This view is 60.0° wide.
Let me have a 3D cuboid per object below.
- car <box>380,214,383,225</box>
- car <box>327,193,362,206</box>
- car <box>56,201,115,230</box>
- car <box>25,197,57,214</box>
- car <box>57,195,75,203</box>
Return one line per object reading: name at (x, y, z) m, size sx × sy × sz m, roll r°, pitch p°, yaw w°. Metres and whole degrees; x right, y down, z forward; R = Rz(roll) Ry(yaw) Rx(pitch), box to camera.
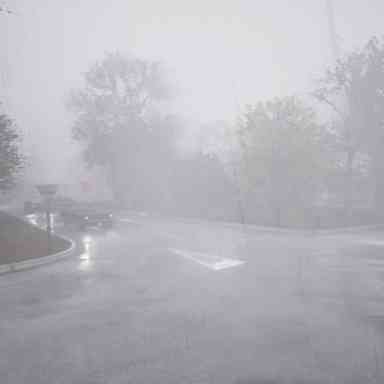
car at (13.551, 1.510, 19.398) m, size 2.002 × 1.452 × 4.674 m, roll 0°, pitch 0°, yaw -35°
car at (21.747, 0.965, 47.627) m, size 2.097 × 1.767 × 4.553 m, roll -3°, pitch 3°, yaw -36°
car at (-6.495, 1.451, 20.415) m, size 1.895 × 1.301 × 4.718 m, roll -3°, pitch 3°, yaw -37°
car at (-14.790, 1.196, 31.902) m, size 1.812 × 1.442 × 4.674 m, roll -3°, pitch 3°, yaw -35°
car at (-14.150, 1.034, 36.485) m, size 1.994 × 1.385 × 4.181 m, roll -3°, pitch 3°, yaw -32°
